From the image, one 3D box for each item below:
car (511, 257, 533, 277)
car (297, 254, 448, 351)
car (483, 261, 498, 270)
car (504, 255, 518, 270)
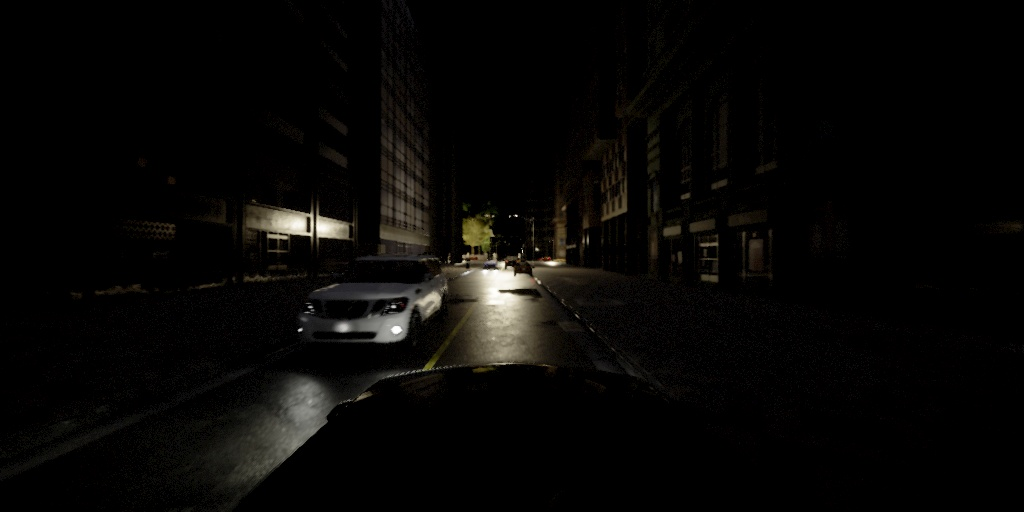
[{"bbox_3d":[1.050,1.185,35.061,1.801,1.575,5.366,0,0,0],"label":"car"},{"bbox_3d":[-3.100,0.967,9.354,2.150,2.045,5.566,0,0,0],"label":"car"},{"bbox_3d":[-3.065,1.321,51.922,1.895,1.301,4.718,0,0,0],"label":"car"},{"bbox_3d":[0.001,0.941,53.229,2.150,2.045,5.566,0,0,0],"label":"car"}]
